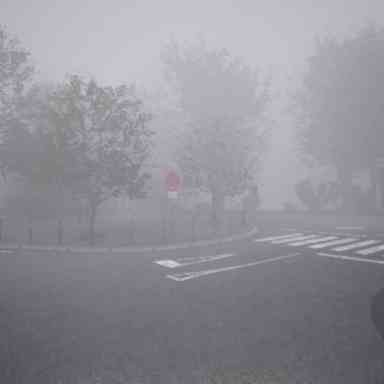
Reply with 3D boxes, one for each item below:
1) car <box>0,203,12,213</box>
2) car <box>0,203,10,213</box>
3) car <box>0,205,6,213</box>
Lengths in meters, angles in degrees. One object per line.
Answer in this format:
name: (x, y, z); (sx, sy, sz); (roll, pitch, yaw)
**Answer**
car: (-36.950, 3.293, 63.398); (4.553, 1.767, 2.185); (0, -1, -38)
car: (-40.496, 3.342, 67.963); (5.566, 2.045, 2.435); (0, -1, -38)
car: (-42.133, 3.671, 70.101); (4.892, 1.521, 2.231); (0, -1, -38)
